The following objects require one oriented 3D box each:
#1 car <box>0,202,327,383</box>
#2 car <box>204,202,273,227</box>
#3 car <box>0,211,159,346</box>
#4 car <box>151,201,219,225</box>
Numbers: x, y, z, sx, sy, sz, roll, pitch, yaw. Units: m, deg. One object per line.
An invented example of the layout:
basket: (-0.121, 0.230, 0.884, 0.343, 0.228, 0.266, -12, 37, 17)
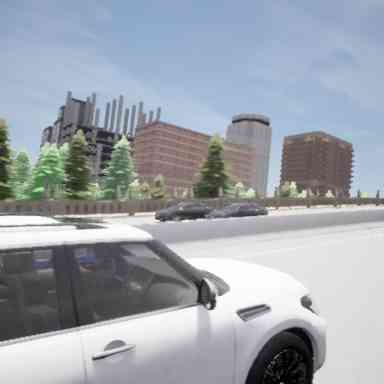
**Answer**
car: (-1.181, 1.217, 2.905, 5.566, 2.045, 2.150, 0, 0, -35)
car: (3.345, 1.511, 23.561, 4.892, 1.490, 1.837, 0, 0, -35)
car: (-3.099, 1.336, 5.833, 4.553, 1.767, 2.097, 0, 0, -36)
car: (-0.468, 1.508, 25.144, 4.892, 1.490, 1.837, 0, 0, -35)
